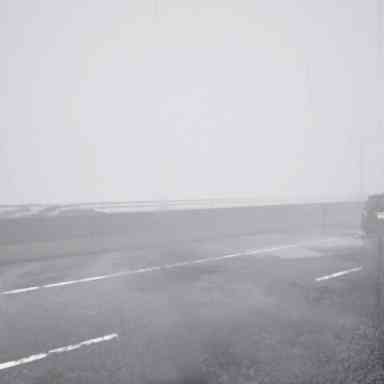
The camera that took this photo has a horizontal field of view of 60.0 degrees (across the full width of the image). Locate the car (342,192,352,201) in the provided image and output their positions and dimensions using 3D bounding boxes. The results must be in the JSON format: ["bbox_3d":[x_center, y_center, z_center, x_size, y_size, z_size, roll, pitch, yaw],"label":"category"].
[{"bbox_3d":[22.075,0.699,44.707,4.892,1.490,1.837,-1,0,-34],"label":"car"}]

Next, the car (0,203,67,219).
[{"bbox_3d":[-8.232,1.456,19.595,4.892,1.490,1.837,-1,0,-35],"label":"car"}]

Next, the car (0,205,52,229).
[{"bbox_3d":[-11.715,1.573,21.419,4.718,1.301,1.895,-1,0,-35],"label":"car"}]

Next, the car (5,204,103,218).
[{"bbox_3d":[-6.121,1.497,16.808,5.357,1.411,2.033,-1,0,-35],"label":"car"}]

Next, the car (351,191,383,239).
[{"bbox_3d":[9.807,1.040,14.924,5.566,2.045,2.150,-1,1,-35],"label":"car"}]
